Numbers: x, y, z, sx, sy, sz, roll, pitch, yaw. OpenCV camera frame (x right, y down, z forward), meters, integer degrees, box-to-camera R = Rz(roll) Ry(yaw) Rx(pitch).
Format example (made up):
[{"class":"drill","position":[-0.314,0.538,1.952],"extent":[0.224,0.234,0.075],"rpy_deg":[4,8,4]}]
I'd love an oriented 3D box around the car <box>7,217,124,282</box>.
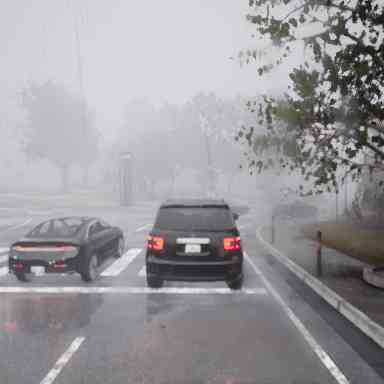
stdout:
[{"class":"car","position":[-3.296,1.456,9.646],"extent":[2.128,1.511,4.902],"rpy_deg":[0,0,1]}]

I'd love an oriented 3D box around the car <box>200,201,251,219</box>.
[{"class":"car","position":[2.988,1.481,28.647],"extent":[1.895,1.301,4.718],"rpy_deg":[3,2,42]}]

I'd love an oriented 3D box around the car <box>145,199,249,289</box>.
[{"class":"car","position":[0.147,1.188,9.232],"extent":[2.150,2.045,5.566],"rpy_deg":[0,0,3]}]

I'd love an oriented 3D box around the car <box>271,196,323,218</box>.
[{"class":"car","position":[9.379,1.469,30.140],"extent":[5.008,1.535,1.882],"rpy_deg":[0,1,-39]}]

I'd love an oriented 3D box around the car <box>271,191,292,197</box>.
[{"class":"car","position":[16.658,0.549,62.993],"extent":[2.033,1.411,5.357],"rpy_deg":[-1,2,-23]}]

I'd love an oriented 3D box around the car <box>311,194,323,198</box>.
[{"class":"car","position":[21.211,0.720,59.290],"extent":[1.895,1.301,4.718],"rpy_deg":[0,2,-14]}]
